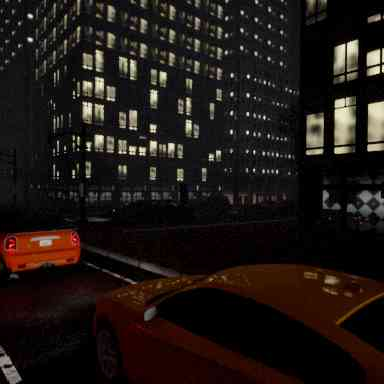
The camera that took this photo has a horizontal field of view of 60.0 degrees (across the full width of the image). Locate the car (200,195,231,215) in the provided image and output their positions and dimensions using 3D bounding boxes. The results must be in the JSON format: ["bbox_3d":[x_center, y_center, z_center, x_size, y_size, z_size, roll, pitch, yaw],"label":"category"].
[{"bbox_3d":[1.903,1.423,37.435,5.566,2.045,2.150,1,1,-39],"label":"car"}]

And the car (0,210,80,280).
[{"bbox_3d":[-5.188,1.347,10.313,2.097,1.767,4.553,0,0,-40],"label":"car"}]

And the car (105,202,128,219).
[{"bbox_3d":[-5.781,1.642,31.216,4.674,1.442,1.812,1,1,-38],"label":"car"}]

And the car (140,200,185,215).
[{"bbox_3d":[-3.208,1.647,36.643,4.829,1.417,1.752,1,0,-39],"label":"car"}]

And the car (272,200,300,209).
[{"bbox_3d":[14.433,1.881,50.964,4.313,1.339,1.947,1,0,-39],"label":"car"}]

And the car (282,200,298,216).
[{"bbox_3d":[10.965,1.936,37.356,4.206,1.307,1.802,1,0,-39],"label":"car"}]

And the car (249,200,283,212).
[{"bbox_3d":[9.793,1.814,43.837,4.674,1.442,1.812,1,1,-39],"label":"car"}]

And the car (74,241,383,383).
[{"bbox_3d":[0.739,1.476,3.261,1.882,1.535,5.008,0,0,-40],"label":"car"}]

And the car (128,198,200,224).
[{"bbox_3d":[-2.168,1.523,26.691,5.009,1.841,2.192,1,0,-39],"label":"car"}]

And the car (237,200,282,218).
[{"bbox_3d":[6.719,1.832,33.908,4.829,1.417,1.752,1,0,-39],"label":"car"}]
